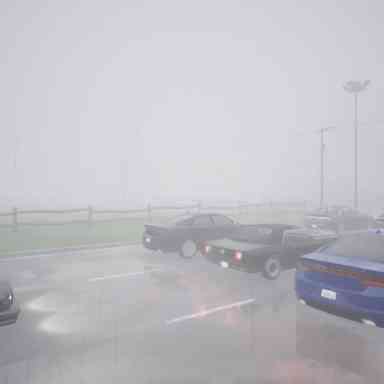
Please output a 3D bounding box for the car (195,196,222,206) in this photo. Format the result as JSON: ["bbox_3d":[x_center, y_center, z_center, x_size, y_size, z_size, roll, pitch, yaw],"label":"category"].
[{"bbox_3d":[2.428,1.564,55.295,1.994,1.385,4.181,0,0,-36],"label":"car"}]

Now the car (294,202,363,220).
[{"bbox_3d":[8.122,1.491,18.180,4.902,1.511,2.128,0,0,-36],"label":"car"}]

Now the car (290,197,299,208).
[{"bbox_3d":[12.350,1.601,47.657,1.895,1.301,4.718,0,0,-36],"label":"car"}]

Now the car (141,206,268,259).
[{"bbox_3d":[0.529,1.478,12.731,5.008,1.535,1.882,0,0,-36],"label":"car"}]

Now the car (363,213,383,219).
[{"bbox_3d":[10.167,1.505,15.339,4.892,1.490,1.837,0,0,-36],"label":"car"}]

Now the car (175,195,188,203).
[{"bbox_3d":[-3.493,1.581,69.463,1.895,1.301,4.718,0,0,-36],"label":"car"}]

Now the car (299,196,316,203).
[{"bbox_3d":[15.296,1.489,49.559,2.128,1.511,4.902,0,0,-36],"label":"car"}]

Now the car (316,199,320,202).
[{"bbox_3d":[18.064,1.525,51.722,1.812,1.442,4.674,0,0,-36],"label":"car"}]

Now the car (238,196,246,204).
[{"bbox_3d":[6.988,1.505,60.939,1.837,1.490,4.892,0,0,-36],"label":"car"}]

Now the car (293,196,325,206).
[{"bbox_3d":[19.499,1.504,55.679,1.837,1.490,4.892,0,0,-36],"label":"car"}]

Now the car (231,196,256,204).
[{"bbox_3d":[10.497,1.509,68.123,2.128,1.511,4.902,0,0,-36],"label":"car"}]

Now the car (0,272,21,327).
[{"bbox_3d":[-5.285,1.547,4.272,5.357,1.411,2.033,0,0,-35],"label":"car"}]

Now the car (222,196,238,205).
[{"bbox_3d":[5.214,1.505,57.419,1.837,1.490,4.892,0,0,-36],"label":"car"}]

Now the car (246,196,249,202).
[{"bbox_3d":[8.117,1.491,65.388,2.128,1.511,4.902,0,0,-36],"label":"car"}]

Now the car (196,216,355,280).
[{"bbox_3d":[2.664,1.601,9.956,4.718,1.301,1.895,0,0,-35],"label":"car"}]

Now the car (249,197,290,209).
[{"bbox_3d":[10.326,1.525,44.500,1.812,1.442,4.674,0,0,-36],"label":"car"}]

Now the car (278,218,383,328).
[{"bbox_3d":[4.190,1.478,6.743,5.008,1.535,1.882,0,0,-36],"label":"car"}]

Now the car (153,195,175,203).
[{"bbox_3d":[-6.108,1.351,67.068,2.097,1.767,4.553,0,0,-36],"label":"car"}]
